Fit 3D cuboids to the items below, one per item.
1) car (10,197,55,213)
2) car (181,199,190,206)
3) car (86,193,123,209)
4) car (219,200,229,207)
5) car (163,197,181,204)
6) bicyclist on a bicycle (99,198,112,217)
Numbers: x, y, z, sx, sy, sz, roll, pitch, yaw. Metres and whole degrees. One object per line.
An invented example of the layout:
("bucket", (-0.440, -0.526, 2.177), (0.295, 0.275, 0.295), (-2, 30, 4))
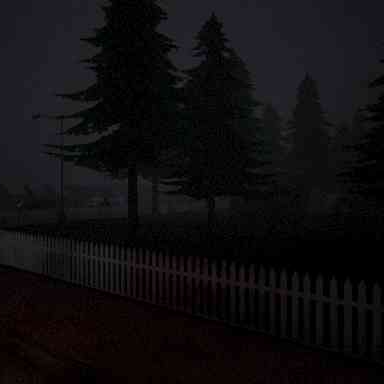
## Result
("car", (-18.052, 1.352, 37.661), (2.097, 1.767, 4.553), (0, 0, 34))
("car", (0.903, 1.478, 52.819), (1.882, 1.535, 5.008), (0, 0, 35))
("car", (-12.095, 1.218, 46.417), (2.150, 2.045, 5.566), (0, 0, 34))
("car", (4.278, 1.221, 51.479), (2.150, 2.045, 5.566), (0, 0, 34))
("car", (-3.183, 1.493, 59.369), (2.128, 1.511, 4.902), (0, 0, 34))
("bicyclist on a bicycle", (-7.200, 1.302, 27.864), (1.656, 1.620, 0.582), (0, 0, 34))
